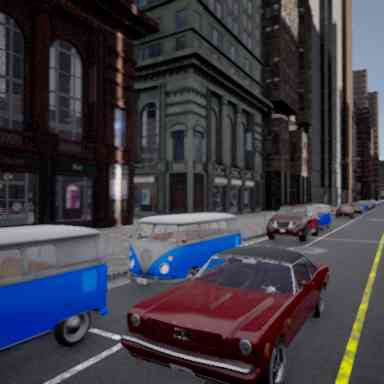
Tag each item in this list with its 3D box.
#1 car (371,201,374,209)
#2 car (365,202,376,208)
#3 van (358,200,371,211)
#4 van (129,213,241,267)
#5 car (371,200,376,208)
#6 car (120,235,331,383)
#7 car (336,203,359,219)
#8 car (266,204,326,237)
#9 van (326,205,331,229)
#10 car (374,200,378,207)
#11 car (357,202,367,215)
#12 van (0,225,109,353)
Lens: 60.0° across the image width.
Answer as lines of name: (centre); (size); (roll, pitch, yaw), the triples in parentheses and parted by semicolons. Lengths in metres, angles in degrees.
car: (32.284, 2.763, 62.125); (1.947, 1.339, 4.313); (-1, -1, 31)
car: (41.095, 3.031, 76.556); (1.887, 1.381, 4.507); (-1, -1, 31)
van: (29.347, 2.442, 57.319); (1.690, 1.788, 3.998); (-1, -1, 31)
van: (-0.022, 1.500, 9.218); (1.690, 1.788, 3.998); (-1, -1, 31)
car: (35.221, 2.859, 66.935); (1.947, 1.339, 4.313); (-1, -1, 31)
car: (1.007, 1.702, 5.603); (1.895, 1.301, 4.718); (0, -1, 31)
car: (17.599, 2.262, 38.075); (1.887, 1.381, 4.507); (-1, -1, 31)
car: (5.852, 1.657, 18.838); (2.192, 1.841, 5.009); (-1, -1, 31)
van: (8.789, 1.776, 23.647); (1.690, 1.788, 3.998); (-1, -1, 31)
car: (38.158, 2.705, 71.750); (2.192, 1.841, 5.009); (-1, -1, 31)
car: (23.473, 2.474, 47.695); (1.947, 1.339, 4.313); (-1, -1, 31)
van: (-2.958, 1.408, 4.408); (1.690, 1.788, 3.998); (-1, -1, 31)
